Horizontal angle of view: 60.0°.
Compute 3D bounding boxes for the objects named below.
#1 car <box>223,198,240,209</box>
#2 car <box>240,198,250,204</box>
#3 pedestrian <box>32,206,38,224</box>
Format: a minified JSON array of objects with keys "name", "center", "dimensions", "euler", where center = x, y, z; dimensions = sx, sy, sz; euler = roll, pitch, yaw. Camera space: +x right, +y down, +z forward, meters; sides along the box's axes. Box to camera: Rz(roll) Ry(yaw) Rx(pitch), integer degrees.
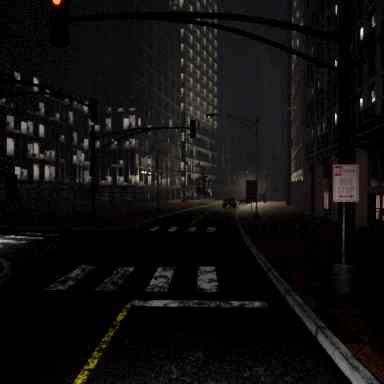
[{"name":"car","center":[5.672,1.640,49.250],"dimensions":[1.837,1.490,4.892],"euler":[0,0,12]},{"name":"car","center":[10.913,1.864,68.975],"dimensions":[1.895,1.301,4.718],"euler":[0,0,18]},{"name":"pedestrian","center":[-9.371,1.345,19.865],"dimensions":[0.500,1.100,0.500],"euler":[0,0,17]}]
